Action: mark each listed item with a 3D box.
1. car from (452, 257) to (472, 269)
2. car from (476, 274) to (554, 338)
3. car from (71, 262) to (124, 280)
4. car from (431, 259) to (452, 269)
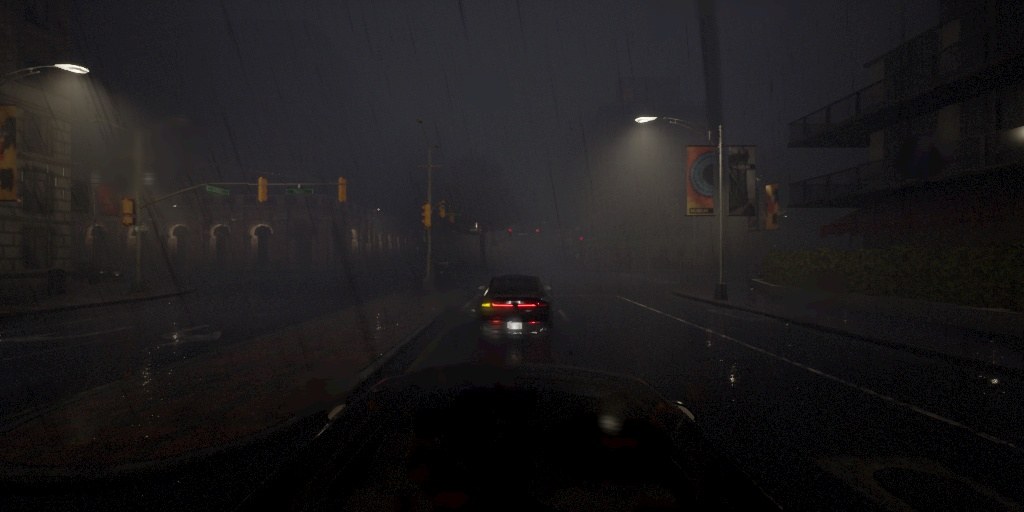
[{"bbox_3d":[-8.051,1.276,58.339,1.812,1.442,4.674,0,0,0],"label":"car"},{"bbox_3d":[0.077,1.255,10.142,1.837,1.490,4.892,0,0,0],"label":"car"},{"bbox_3d":[-33.899,1.241,28.542,4.902,1.511,2.128,0,0,0],"label":"car"},{"bbox_3d":[-11.541,1.276,58.564,1.812,1.442,4.674,0,0,0],"label":"car"}]
